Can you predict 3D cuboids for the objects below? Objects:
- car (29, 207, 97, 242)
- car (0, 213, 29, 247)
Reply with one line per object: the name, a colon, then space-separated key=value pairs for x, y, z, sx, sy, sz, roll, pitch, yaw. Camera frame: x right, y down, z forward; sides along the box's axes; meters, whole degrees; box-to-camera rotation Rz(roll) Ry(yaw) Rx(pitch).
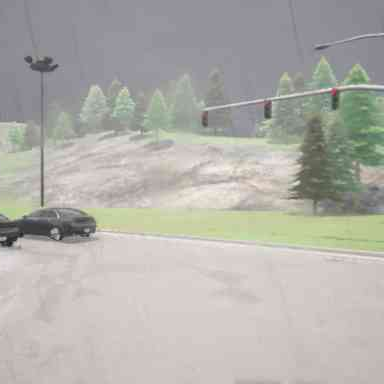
car: x=-6.843 y=1.497 z=16.311 sx=4.892 sy=1.490 sz=1.837 roll=0 pitch=0 yaw=30
car: x=-9.159 y=1.504 z=13.611 sx=4.892 sy=1.490 sz=1.837 roll=0 pitch=0 yaw=30
